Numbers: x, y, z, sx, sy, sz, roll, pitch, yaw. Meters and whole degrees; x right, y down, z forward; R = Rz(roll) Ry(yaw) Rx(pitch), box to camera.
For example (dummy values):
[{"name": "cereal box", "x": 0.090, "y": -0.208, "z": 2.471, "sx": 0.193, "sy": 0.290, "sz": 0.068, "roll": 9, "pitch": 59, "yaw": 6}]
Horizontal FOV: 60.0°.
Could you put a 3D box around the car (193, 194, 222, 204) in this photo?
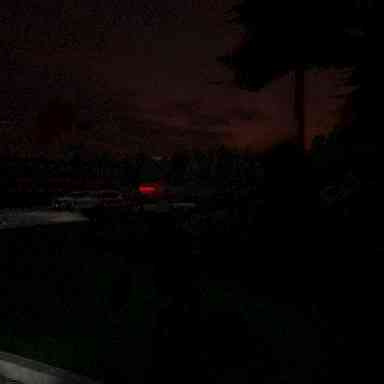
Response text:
[{"name": "car", "x": 2.471, "y": 1.049, "z": 52.315, "sx": 1.812, "sy": 1.442, "sz": 4.674, "roll": 0, "pitch": 0, "yaw": 30}]

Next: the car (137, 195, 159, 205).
[{"name": "car", "x": -6.995, "y": 1.165, "z": 50.034, "sx": 1.895, "sy": 1.301, "sz": 4.718, "roll": 0, "pitch": 1, "yaw": 30}]

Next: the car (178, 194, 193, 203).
[{"name": "car", "x": -0.475, "y": 1.026, "z": 54.209, "sx": 1.837, "sy": 1.490, "sz": 4.892, "roll": 0, "pitch": 0, "yaw": 30}]

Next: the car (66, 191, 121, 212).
[{"name": "car", "x": -9.054, "y": 0.947, "z": 32.462, "sx": 2.150, "sy": 2.045, "sz": 5.566, "roll": 0, "pitch": 1, "yaw": 30}]

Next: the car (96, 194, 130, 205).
[{"name": "car", "x": -11.558, "y": 1.059, "z": 49.149, "sx": 1.882, "sy": 1.535, "sz": 5.008, "roll": 0, "pitch": 1, "yaw": 30}]

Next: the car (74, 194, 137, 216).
[{"name": "car", "x": -7.279, "y": 1.235, "z": 28.508, "sx": 1.882, "sy": 1.535, "sz": 5.008, "roll": 0, "pitch": 1, "yaw": 30}]

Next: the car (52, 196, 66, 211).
[{"name": "car", "x": -11.792, "y": 0.933, "z": 34.725, "sx": 2.150, "sy": 2.045, "sz": 5.566, "roll": 0, "pitch": 1, "yaw": 30}]
